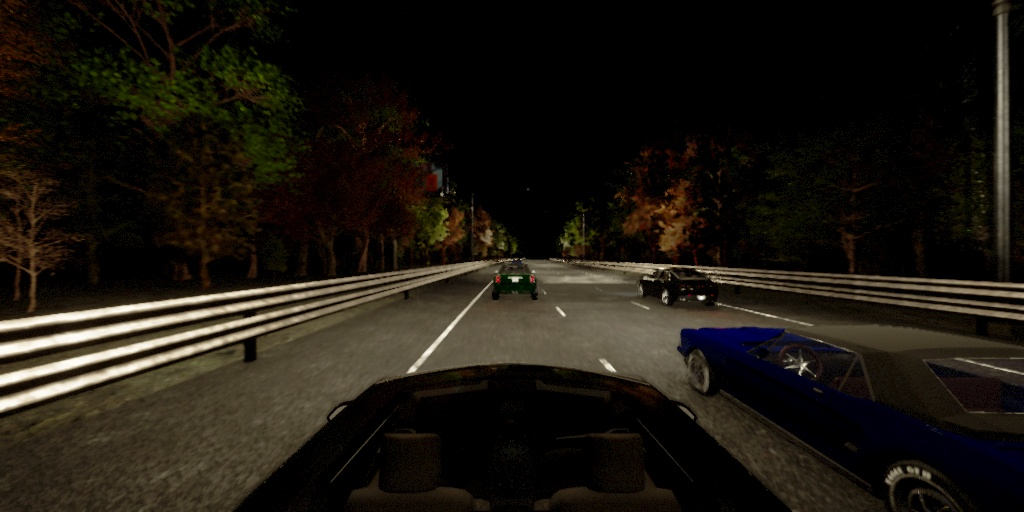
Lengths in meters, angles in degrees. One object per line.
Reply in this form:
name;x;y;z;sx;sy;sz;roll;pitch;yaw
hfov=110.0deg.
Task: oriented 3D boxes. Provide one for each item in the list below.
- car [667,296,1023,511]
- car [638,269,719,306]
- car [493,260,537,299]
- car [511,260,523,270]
car;3.584;1.359;3.662;1.895;1.301;4.718;0;0;0
car;7.135;1.298;15.882;1.837;1.490;4.892;0;0;0
car;0.161;1.143;18.585;2.097;1.767;4.553;0;0;0
car;0.801;1.364;57.549;1.882;1.535;5.008;0;0;2
